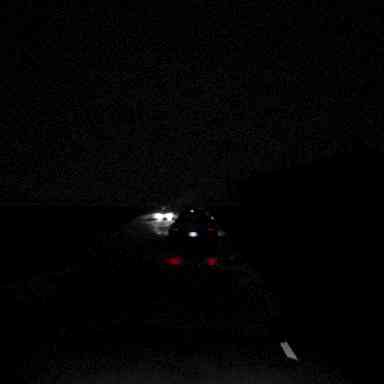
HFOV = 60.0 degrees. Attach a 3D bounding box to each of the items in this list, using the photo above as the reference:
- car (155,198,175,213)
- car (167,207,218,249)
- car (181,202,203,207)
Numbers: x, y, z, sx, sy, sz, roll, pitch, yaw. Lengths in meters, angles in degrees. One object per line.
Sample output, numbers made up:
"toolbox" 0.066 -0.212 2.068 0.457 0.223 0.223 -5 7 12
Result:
"car" -2.943 1.465 36.893 2.128 1.511 4.902 0 0 0
"car" 0.042 1.555 14.444 1.994 1.385 4.181 0 0 0
"car" -0.001 1.542 29.404 1.994 1.385 4.181 0 0 0
